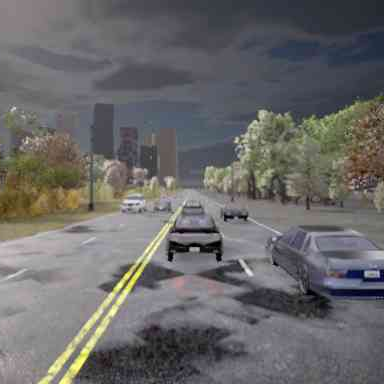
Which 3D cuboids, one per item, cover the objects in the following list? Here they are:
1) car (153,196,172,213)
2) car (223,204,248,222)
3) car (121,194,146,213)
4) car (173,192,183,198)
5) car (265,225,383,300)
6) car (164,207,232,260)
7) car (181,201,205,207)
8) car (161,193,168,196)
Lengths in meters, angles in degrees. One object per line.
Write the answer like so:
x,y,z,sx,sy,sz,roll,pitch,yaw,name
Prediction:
-3.356,1.560,38.355,2.128,1.511,4.902,0,0,0,car
3.333,1.668,27.306,1.895,1.301,4.718,0,0,0,car
-6.609,1.288,38.272,2.150,2.045,5.566,0,0,0,car
-3.281,0.766,79.193,2.150,2.045,5.566,0,0,0,car
3.329,1.572,8.645,2.033,1.411,5.357,0,0,0,car
0.085,1.534,12.520,2.128,1.511,4.902,0,0,0,car
0.081,1.563,28.939,2.128,1.511,4.902,0,0,0,car
-6.530,1.064,79.223,1.812,1.442,4.674,0,0,0,car
